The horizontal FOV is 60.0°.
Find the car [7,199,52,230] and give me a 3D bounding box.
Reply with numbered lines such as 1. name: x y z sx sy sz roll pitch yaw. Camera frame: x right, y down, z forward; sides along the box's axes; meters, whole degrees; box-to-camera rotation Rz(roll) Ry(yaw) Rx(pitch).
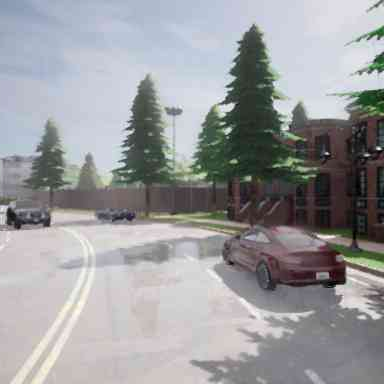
1. car: -11.927 1.542 24.190 2.150 2.045 5.566 1 -1 -37

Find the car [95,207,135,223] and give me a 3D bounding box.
1. car: -6.880 1.968 29.395 1.895 1.301 4.718 0 -1 -37

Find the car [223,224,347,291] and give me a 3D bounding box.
1. car: 2.305 1.631 9.288 1.812 1.442 4.674 0 -1 -11
